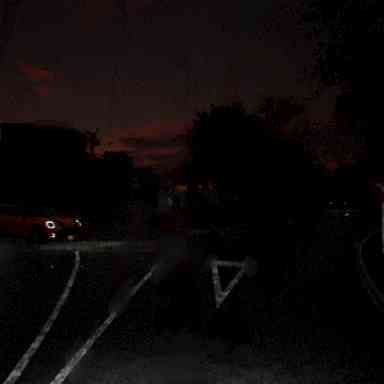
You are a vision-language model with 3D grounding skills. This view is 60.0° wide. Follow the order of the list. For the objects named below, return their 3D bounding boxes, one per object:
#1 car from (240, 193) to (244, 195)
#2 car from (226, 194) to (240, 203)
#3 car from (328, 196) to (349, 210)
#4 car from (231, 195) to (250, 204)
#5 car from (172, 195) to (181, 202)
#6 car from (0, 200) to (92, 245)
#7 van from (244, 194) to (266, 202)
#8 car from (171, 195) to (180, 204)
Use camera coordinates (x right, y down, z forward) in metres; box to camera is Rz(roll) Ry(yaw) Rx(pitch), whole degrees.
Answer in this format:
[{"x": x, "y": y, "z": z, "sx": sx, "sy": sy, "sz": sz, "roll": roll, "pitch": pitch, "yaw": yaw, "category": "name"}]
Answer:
[{"x": 14.948, "y": 1.765, "z": 85.202, "sx": 4.792, "sy": 1.488, "sz": 2.163, "roll": 0, "pitch": 1, "yaw": -1, "category": "car"}, {"x": 9.934, "y": 1.869, "z": 80.206, "sx": 1.994, "sy": 1.385, "sz": 4.181, "roll": 0, "pitch": 1, "yaw": -1, "category": "car"}, {"x": 18.067, "y": 1.263, "z": 41.028, "sx": 2.097, "sy": 1.767, "sz": 4.553, "roll": -2, "pitch": 0, "yaw": 26, "category": "car"}, {"x": 10.132, "y": 1.919, "z": 70.043, "sx": 1.837, "sy": 1.490, "sz": 4.892, "roll": 0, "pitch": -1, "yaw": -4, "category": "car"}, {"x": -3.973, "y": 1.647, "z": 86.601, "sx": 2.128, "sy": 1.511, "sz": 4.902, "roll": 0, "pitch": 0, "yaw": -1, "category": "car"}, {"x": -7.316, "y": 1.377, "z": 15.585, "sx": 4.553, "sy": 1.767, "sz": 2.097, "roll": 1, "pitch": -2, "yaw": 26, "category": "car"}, {"x": 14.969, "y": 1.637, "z": 76.872, "sx": 4.442, "sy": 1.987, "sz": 1.878, "roll": 0, "pitch": 1, "yaw": -1, "category": "van"}, {"x": -3.445, "y": 1.671, "z": 64.616, "sx": 2.033, "sy": 1.411, "sz": 5.357, "roll": 0, "pitch": 0, "yaw": -2, "category": "car"}]
